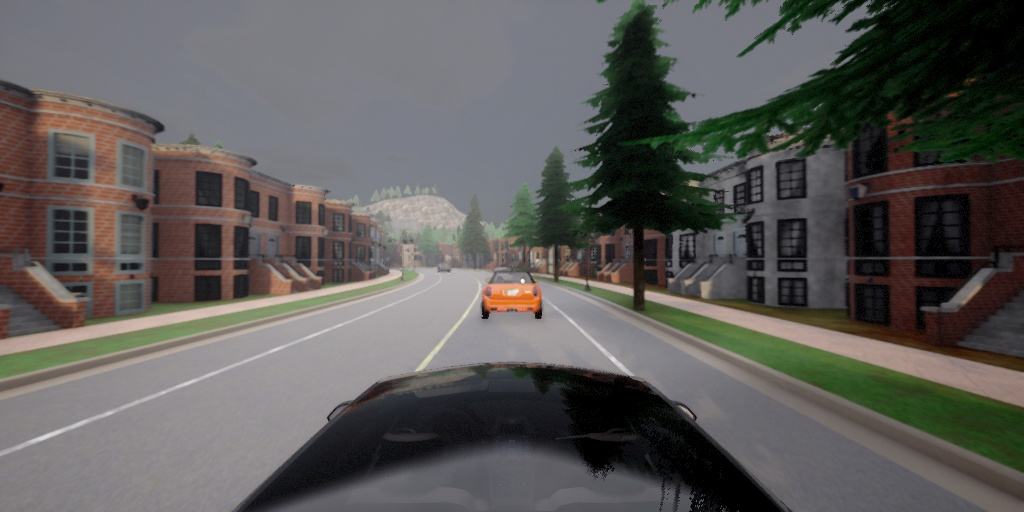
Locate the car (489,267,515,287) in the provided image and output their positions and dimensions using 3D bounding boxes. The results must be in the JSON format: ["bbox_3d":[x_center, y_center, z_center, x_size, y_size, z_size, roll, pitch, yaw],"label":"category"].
[{"bbox_3d":[-0.939,1.659,29.847,1.812,1.442,4.674,0,-1,-6],"label":"car"}]

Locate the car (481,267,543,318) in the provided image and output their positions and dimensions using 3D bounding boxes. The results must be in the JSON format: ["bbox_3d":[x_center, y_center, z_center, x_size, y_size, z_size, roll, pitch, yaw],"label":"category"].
[{"bbox_3d":[-0.001,1.269,13.975,2.097,1.767,4.553,0,-1,0],"label":"car"}]

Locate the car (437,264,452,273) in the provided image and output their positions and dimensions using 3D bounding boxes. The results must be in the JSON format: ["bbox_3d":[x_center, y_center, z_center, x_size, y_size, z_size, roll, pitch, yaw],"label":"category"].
[{"bbox_3d":[-11.044,2.027,58.416,1.837,1.490,4.892,0,0,-18],"label":"car"}]
